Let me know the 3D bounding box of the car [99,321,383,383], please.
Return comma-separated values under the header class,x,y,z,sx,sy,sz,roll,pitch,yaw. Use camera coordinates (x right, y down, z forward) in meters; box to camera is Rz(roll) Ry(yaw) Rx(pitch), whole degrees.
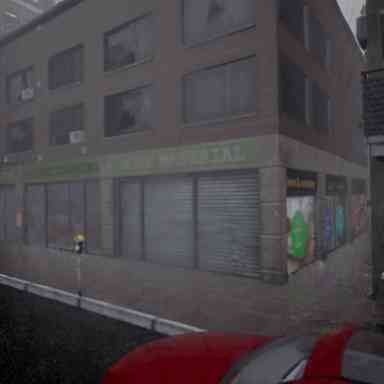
class,x,y,z,sx,sy,sz,roll,pitch,yaw
car,1.097,1.584,2.101,4.206,1.307,1.802,-1,-1,35
